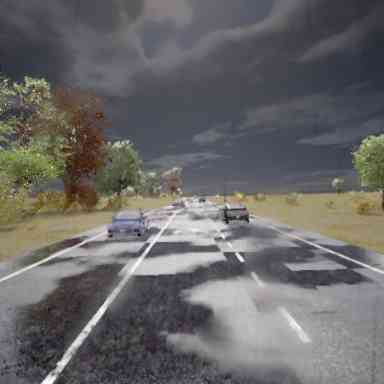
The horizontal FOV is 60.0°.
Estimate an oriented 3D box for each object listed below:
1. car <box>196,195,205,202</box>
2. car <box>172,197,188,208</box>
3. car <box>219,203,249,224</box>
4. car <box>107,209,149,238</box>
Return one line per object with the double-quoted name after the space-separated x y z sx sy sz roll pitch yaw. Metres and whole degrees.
2.780 2.200 95.277 1.837 1.490 4.892 -1 0 0 "car"
-2.484 2.085 60.997 1.812 1.442 4.674 -2 0 7 "car"
3.304 1.624 26.428 2.128 1.511 4.902 -1 0 0 "car"
-3.653 1.776 19.669 1.812 1.442 4.674 -1 0 -1 "car"
